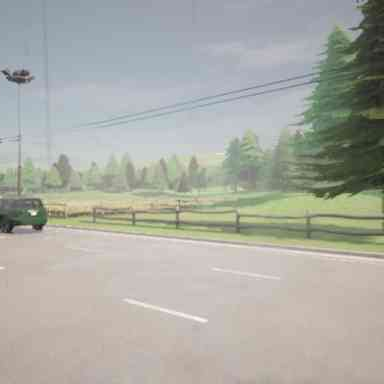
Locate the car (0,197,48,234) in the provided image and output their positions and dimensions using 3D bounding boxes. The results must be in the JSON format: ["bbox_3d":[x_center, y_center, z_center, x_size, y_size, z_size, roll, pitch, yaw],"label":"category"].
[{"bbox_3d":[-11.243,1.358,20.609,5.566,2.045,2.150,0,0,35],"label":"car"}]
